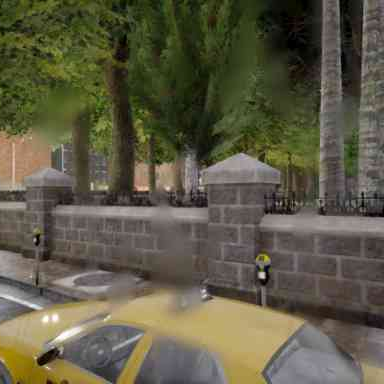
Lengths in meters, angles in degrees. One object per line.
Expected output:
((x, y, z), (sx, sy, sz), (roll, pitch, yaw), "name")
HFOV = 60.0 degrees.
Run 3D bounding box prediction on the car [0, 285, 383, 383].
((-0.221, 1.526, 2.976), (4.829, 1.417, 1.752), (0, -1, 35), "car")
